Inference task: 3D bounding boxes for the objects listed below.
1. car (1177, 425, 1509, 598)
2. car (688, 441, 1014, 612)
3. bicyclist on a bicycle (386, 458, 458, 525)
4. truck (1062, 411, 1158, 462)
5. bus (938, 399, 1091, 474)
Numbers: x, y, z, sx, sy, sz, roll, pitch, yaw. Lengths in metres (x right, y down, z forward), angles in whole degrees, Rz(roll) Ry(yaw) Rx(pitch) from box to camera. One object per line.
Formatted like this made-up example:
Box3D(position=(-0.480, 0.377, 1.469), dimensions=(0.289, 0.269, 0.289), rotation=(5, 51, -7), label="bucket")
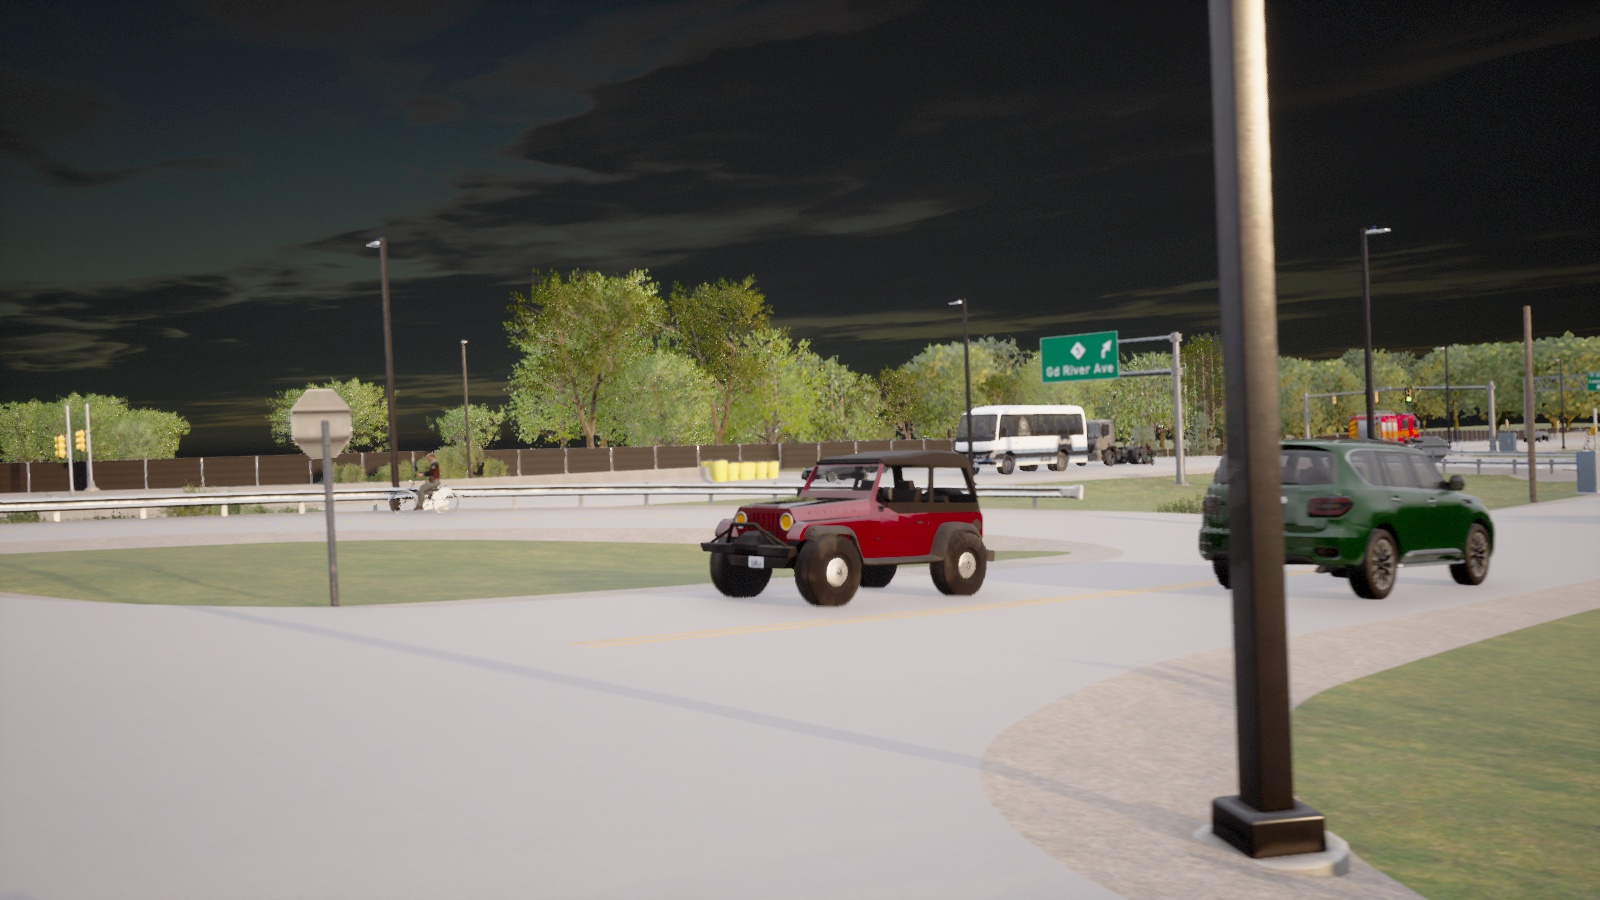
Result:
Box3D(position=(7.739, 0.771, 17.575), dimensions=(5.566, 2.045, 2.150), rotation=(0, -2, -43), label="car")
Box3D(position=(0.716, 0.899, 15.845), dimensions=(3.866, 1.878, 1.905), rotation=(1, -2, -43), label="car")
Box3D(position=(-10.496, 1.139, 34.870), dimensions=(1.843, 1.776, 0.659), rotation=(-1, 1, -20), label="bicyclist on a bicycle")
Box3D(position=(22.918, -1.029, 92.481), dimensions=(7.936, 3.462, 2.891), rotation=(-3, 0, -44), label="truck")
Box3D(position=(13.572, -0.914, 78.770), dimensions=(10.273, 4.253, 3.944), rotation=(-3, 0, -44), label="bus")
